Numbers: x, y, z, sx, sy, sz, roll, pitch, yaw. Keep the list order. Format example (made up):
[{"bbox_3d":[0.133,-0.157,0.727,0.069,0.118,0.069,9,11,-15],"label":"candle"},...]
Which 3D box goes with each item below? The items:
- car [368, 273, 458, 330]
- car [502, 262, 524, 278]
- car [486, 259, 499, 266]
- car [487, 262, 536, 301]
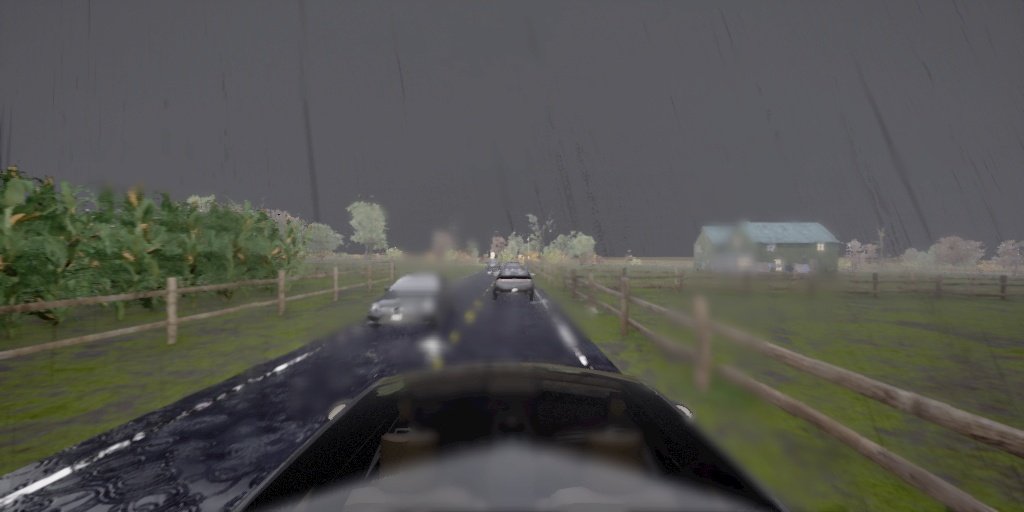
[{"bbox_3d":[-2.846,1.272,11.237,1.812,1.442,4.674,0,0,0],"label":"car"},{"bbox_3d":[0.113,1.300,35.620,2.033,1.411,5.357,0,0,0],"label":"car"},{"bbox_3d":[-2.788,1.258,54.555,2.128,1.511,4.902,0,0,0],"label":"car"},{"bbox_3d":[0.107,1.238,17.424,2.128,1.511,4.902,0,0,0],"label":"car"}]
